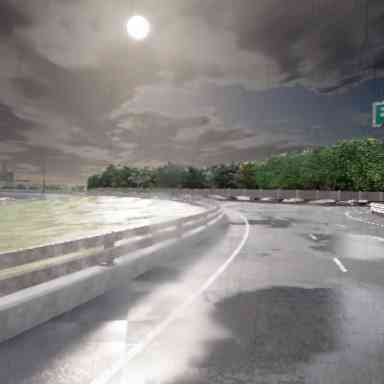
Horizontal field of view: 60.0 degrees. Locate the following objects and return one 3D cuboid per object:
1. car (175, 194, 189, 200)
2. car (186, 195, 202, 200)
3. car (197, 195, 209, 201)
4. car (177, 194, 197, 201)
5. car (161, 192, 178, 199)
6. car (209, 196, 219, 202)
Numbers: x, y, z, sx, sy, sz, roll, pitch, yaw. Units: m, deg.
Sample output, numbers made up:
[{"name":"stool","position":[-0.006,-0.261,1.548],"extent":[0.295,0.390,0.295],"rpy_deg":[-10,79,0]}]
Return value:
[{"name":"car","position":[-2.650,1.389,88.913],"extent":[1.812,1.442,4.674],"rpy_deg":[1,0,-29]},{"name":"car","position":[0.526,1.484,90.386],"extent":[2.033,1.411,5.357],"rpy_deg":[1,0,-29]},{"name":"car","position":[1.564,1.535,80.236],"extent":[1.994,1.385,4.181],"rpy_deg":[1,0,-26]},{"name":"car","position":[-1.176,1.436,77.787],"extent":[1.812,1.442,4.674],"rpy_deg":[1,0,-23]},{"name":"car","position":[-5.622,1.010,87.060],"extent":[2.150,2.045,5.566],"rpy_deg":[1,0,-29]},{"name":"car","position":[4.934,1.624,81.310],"extent":[1.994,1.385,4.181],"rpy_deg":[1,0,-23]}]
